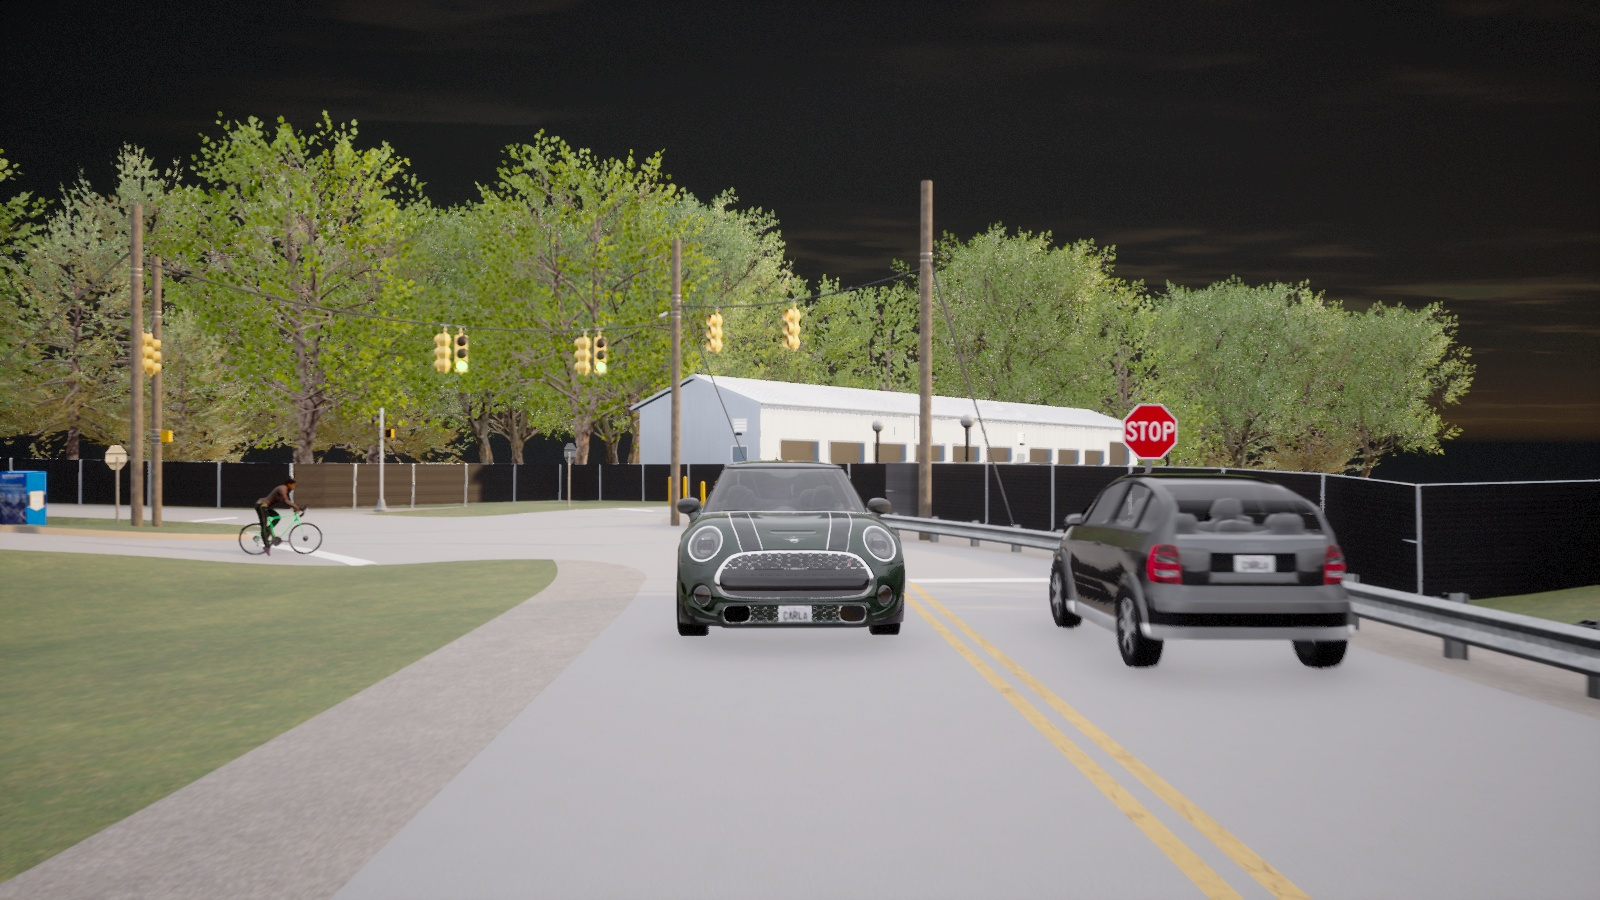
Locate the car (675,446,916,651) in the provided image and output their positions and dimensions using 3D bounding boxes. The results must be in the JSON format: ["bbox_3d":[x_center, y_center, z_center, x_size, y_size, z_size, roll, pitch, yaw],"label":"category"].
[{"bbox_3d":[-0.174,0.891,13.203,2.097,1.767,4.553,0,-1,-4],"label":"car"}]

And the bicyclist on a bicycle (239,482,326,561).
[{"bbox_3d":[-10.962,1.500,26.605,1.656,1.620,0.582,1,1,-26],"label":"bicyclist on a bicycle"}]

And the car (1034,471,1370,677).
[{"bbox_3d":[3.389,0.967,11.358,1.789,1.549,3.705,0,-1,-1],"label":"car"}]
